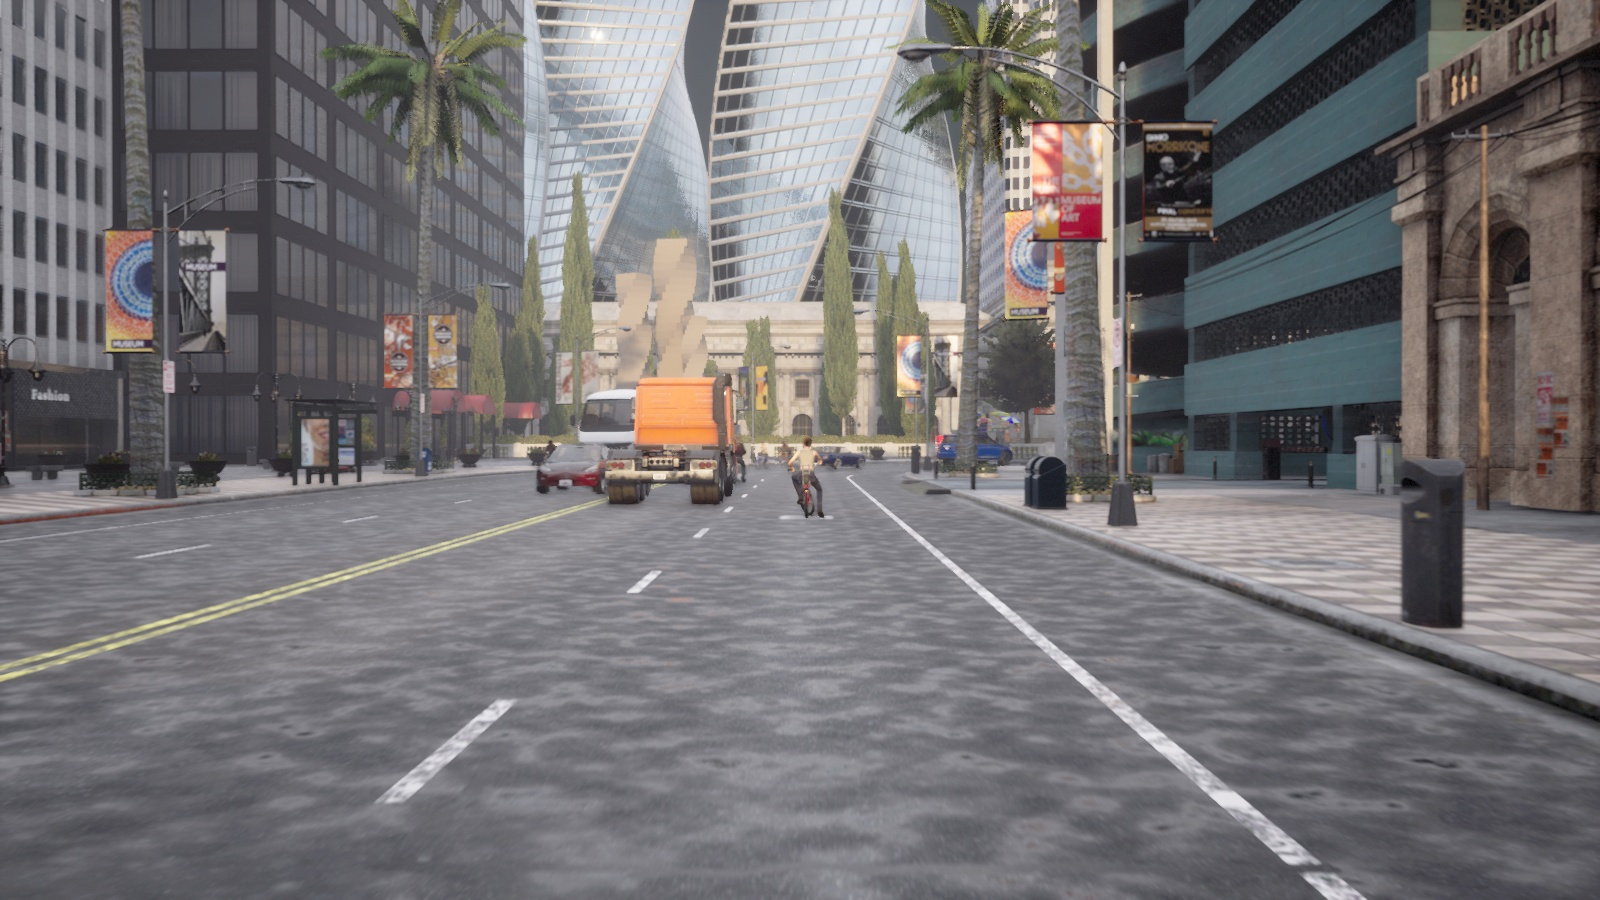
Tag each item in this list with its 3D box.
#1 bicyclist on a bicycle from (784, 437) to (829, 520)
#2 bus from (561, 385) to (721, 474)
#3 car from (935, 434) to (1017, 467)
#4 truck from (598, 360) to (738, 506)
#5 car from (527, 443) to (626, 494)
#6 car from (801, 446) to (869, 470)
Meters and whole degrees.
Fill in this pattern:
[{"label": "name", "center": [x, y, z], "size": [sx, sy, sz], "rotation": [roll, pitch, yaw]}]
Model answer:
[{"label": "bicyclist on a bicycle", "center": [0.136, 0.541, 25.134], "size": [0.866, 1.612, 1.509], "rotation": [0, 0, 1]}, {"label": "bus", "center": [-8.092, -1.008, 65.927], "size": [3.944, 4.253, 10.273], "rotation": [0, 0, 21]}, {"label": "car", "center": [11.534, 0.012, 82.148], "size": [5.566, 2.045, 2.150], "rotation": [0, 0, -39]}, {"label": "truck", "center": [-3.322, -0.428, 33.787], "size": [2.891, 3.462, 7.936], "rotation": [0, 0, 0]}, {"label": "car", "center": [-6.800, 0.523, 38.735], "size": [2.163, 1.488, 4.792], "rotation": [0, 0, 0]}, {"label": "car", "center": [2.019, 0.446, 71.382], "size": [1.895, 1.301, 4.718], "rotation": [0, 0, 29]}]
